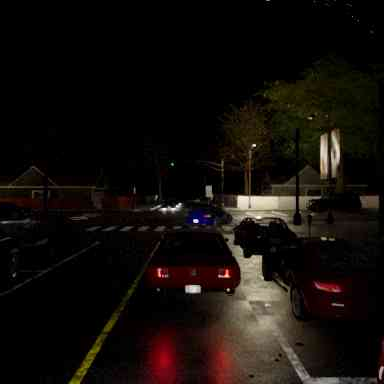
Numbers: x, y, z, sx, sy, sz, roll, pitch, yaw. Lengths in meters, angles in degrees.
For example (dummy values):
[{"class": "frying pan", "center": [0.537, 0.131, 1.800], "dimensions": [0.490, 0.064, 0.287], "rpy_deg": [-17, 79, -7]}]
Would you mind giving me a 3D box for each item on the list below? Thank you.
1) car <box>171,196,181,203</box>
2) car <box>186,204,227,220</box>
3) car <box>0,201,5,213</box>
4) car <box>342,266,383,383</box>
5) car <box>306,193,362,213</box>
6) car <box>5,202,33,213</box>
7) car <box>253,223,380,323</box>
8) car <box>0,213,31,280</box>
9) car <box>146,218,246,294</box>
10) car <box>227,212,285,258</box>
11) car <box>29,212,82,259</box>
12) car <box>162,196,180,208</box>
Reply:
[{"class": "car", "center": [-3.247, 1.528, 69.113], "dimensions": [1.837, 1.490, 4.892], "rpy_deg": [0, 0, 0]}, {"class": "car", "center": [1.120, 1.516, 21.452], "dimensions": [1.812, 1.442, 4.674], "rpy_deg": [-1, 0, 23]}, {"class": "car", "center": [-17.454, 1.595, 25.485], "dimensions": [4.892, 1.490, 1.837], "rpy_deg": [0, 0, 3]}, {"class": "car", "center": [2.638, 1.544, 1.439], "dimensions": [1.887, 1.381, 4.507], "rpy_deg": [0, 0, 0]}, {"class": "car", "center": [15.106, 1.110, 35.480], "dimensions": [5.566, 2.045, 2.150], "rpy_deg": [0, 0, 0]}, {"class": "car", "center": [-16.302, 1.585, 28.726], "dimensions": [4.892, 1.490, 1.837], "rpy_deg": [0, 0, -1]}, {"class": "car", "center": [2.624, 1.580, 6.957], "dimensions": [1.802, 1.307, 4.206], "rpy_deg": [0, 0, 0]}, {"class": "car", "center": [-5.401, 1.438, 6.934], "dimensions": [1.967, 1.590, 4.097], "rpy_deg": [0, 0, 0]}, {"class": "car", "center": [0.036, 1.598, 8.695], "dimensions": [1.895, 1.301, 4.718], "rpy_deg": [0, 0, 0]}, {"class": "car", "center": [2.610, 1.562, 12.476], "dimensions": [1.947, 1.339, 4.313], "rpy_deg": [0, 0, 0]}, {"class": "car", "center": [-5.415, 1.578, 12.454], "dimensions": [1.802, 1.307, 4.206], "rpy_deg": [0, 0, 0]}, {"class": "car", "center": [-3.235, 1.553, 48.788], "dimensions": [2.033, 1.411, 5.357], "rpy_deg": [0, 0, 0]}]
